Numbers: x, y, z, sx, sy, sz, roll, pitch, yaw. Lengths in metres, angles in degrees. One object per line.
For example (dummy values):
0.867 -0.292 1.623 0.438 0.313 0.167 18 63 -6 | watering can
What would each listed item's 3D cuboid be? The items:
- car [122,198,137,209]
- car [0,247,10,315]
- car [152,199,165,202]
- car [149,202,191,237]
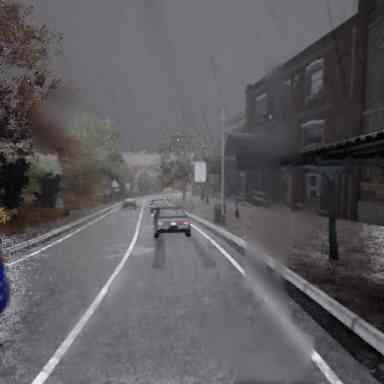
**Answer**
-8.748 1.552 46.742 1.812 1.442 4.674 -1 0 -7 | car
-3.714 1.233 2.674 2.150 2.045 5.566 0 0 -2 | car
-3.754 1.516 37.300 2.033 1.411 5.357 -1 0 -8 | car
-1.167 1.514 17.907 2.033 1.411 5.357 -1 0 -7 | car
